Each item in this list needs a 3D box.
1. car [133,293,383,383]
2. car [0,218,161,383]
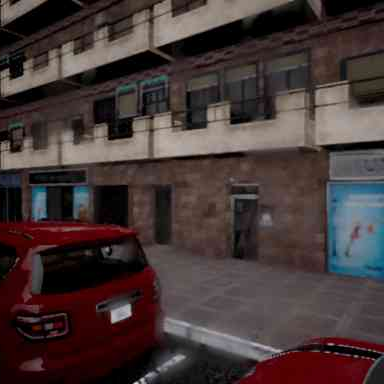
[{"bbox_3d":[1.918,1.440,1.505,4.097,1.590,1.967,0,0,35],"label":"car"},{"bbox_3d":[-2.667,1.319,4.773,5.009,1.841,2.192,0,0,35],"label":"car"}]
